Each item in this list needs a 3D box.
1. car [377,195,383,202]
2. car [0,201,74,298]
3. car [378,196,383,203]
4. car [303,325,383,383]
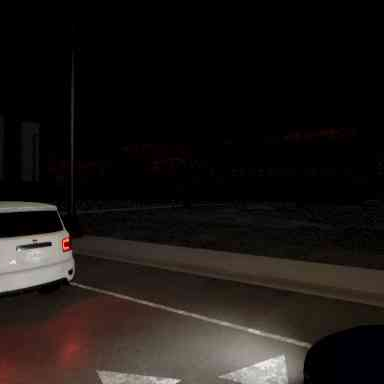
[{"bbox_3d":[39.923,1.369,67.954,1.853,1.218,4.536,1,1,6],"label":"car"},{"bbox_3d":[-5.028,1.220,7.571,5.566,2.045,2.150,0,0,35],"label":"car"},{"bbox_3d":[39.916,1.527,67.905,2.038,1.542,4.974,1,1,6],"label":"car"},{"bbox_3d":[3.010,1.516,1.840,4.674,1.442,1.812,0,0,35],"label":"car"}]
